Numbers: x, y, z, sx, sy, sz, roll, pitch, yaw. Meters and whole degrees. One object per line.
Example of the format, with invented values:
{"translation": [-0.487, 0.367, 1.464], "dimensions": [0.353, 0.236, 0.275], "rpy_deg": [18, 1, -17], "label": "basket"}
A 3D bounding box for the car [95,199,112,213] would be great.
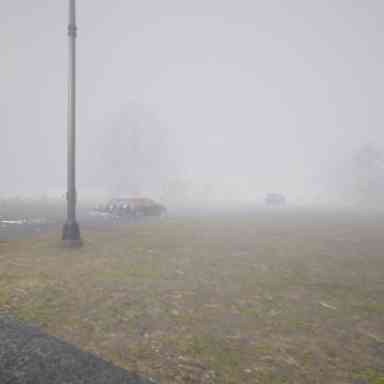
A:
{"translation": [-8.099, 1.403, 35.371], "dimensions": [1.837, 1.490, 4.892], "rpy_deg": [1, 2, 34], "label": "car"}

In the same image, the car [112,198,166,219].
{"translation": [-4.230, 1.256, 28.551], "dimensions": [2.097, 1.767, 4.553], "rpy_deg": [1, 0, 34], "label": "car"}

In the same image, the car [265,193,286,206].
{"translation": [14.087, 1.213, 55.908], "dimensions": [2.150, 2.045, 5.566], "rpy_deg": [1, 0, 32], "label": "car"}

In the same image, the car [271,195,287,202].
{"translation": [20.474, 1.474, 77.893], "dimensions": [2.128, 1.511, 4.902], "rpy_deg": [1, 0, 34], "label": "car"}

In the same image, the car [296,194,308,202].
{"translation": [25.708, 1.357, 77.654], "dimensions": [2.097, 1.767, 4.553], "rpy_deg": [1, 0, 28], "label": "car"}
